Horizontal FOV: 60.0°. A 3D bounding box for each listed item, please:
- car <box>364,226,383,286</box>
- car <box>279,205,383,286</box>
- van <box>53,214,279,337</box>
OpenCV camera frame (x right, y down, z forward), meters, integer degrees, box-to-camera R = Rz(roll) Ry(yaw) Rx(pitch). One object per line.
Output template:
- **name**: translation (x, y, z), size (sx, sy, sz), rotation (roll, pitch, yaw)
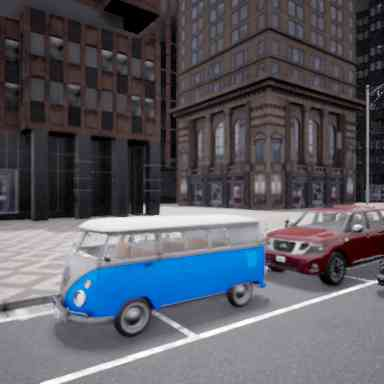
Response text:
- **car**: translation (6.645, 1.571, 8.116), size (5.357, 1.411, 2.033), rotation (0, 0, -35)
- **car**: translation (4.242, 1.336, 9.674), size (5.009, 1.841, 2.192), rotation (0, 0, -35)
- **van**: translation (-0.381, 1.349, 6.377), size (3.998, 1.788, 1.690), rotation (0, 0, -35)
